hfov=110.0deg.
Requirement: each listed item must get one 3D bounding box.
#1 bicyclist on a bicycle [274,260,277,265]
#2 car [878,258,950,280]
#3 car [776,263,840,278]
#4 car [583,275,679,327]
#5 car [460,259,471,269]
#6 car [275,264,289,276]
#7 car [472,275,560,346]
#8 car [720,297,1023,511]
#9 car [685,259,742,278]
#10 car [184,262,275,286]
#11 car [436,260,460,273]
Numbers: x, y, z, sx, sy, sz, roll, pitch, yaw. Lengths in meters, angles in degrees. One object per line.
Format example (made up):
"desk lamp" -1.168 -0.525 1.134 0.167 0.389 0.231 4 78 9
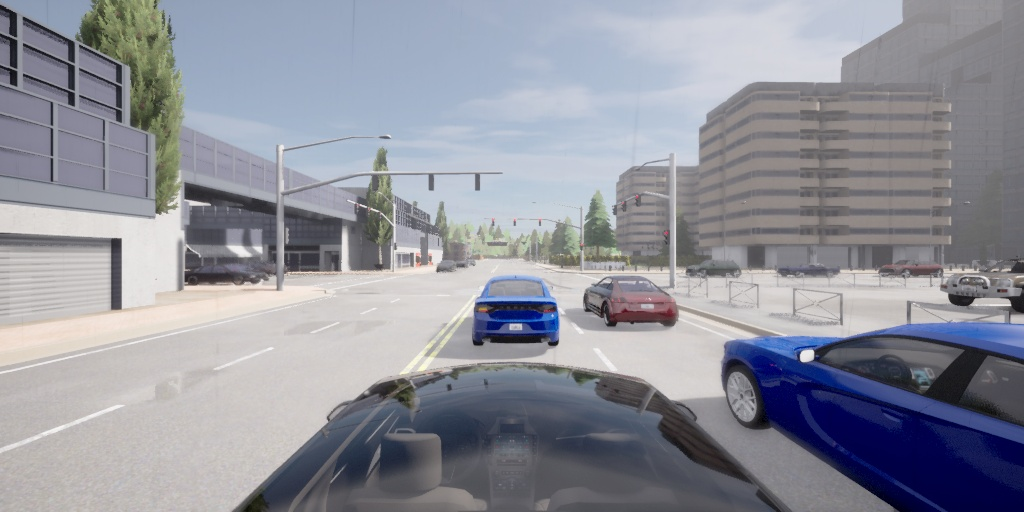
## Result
"bicyclist on a bicycle" -25.837 1.053 39.663 0.582 1.620 1.656 0 0 -1
"car" 37.472 1.102 33.781 4.553 1.767 2.097 0 0 -1
"car" 27.676 1.351 33.595 4.718 1.301 1.895 0 0 -1
"car" 3.603 1.314 11.578 1.994 1.385 4.181 0 0 0
"car" -7.969 1.350 55.989 1.895 1.301 4.718 0 0 -1
"car" -25.090 1.297 35.327 5.357 1.411 2.033 0 0 0
"car" 0.095 1.228 9.446 1.882 1.535 5.008 0 0 0
"car" 3.603 1.228 2.594 1.882 1.535 5.008 0 0 0
"car" 18.689 1.102 33.411 4.553 1.767 2.097 0 0 -1
"car" -19.937 1.297 24.758 5.357 1.411 2.033 0 0 -1
"car" -7.899 1.255 43.368 1.837 1.490 4.892 0 0 1
